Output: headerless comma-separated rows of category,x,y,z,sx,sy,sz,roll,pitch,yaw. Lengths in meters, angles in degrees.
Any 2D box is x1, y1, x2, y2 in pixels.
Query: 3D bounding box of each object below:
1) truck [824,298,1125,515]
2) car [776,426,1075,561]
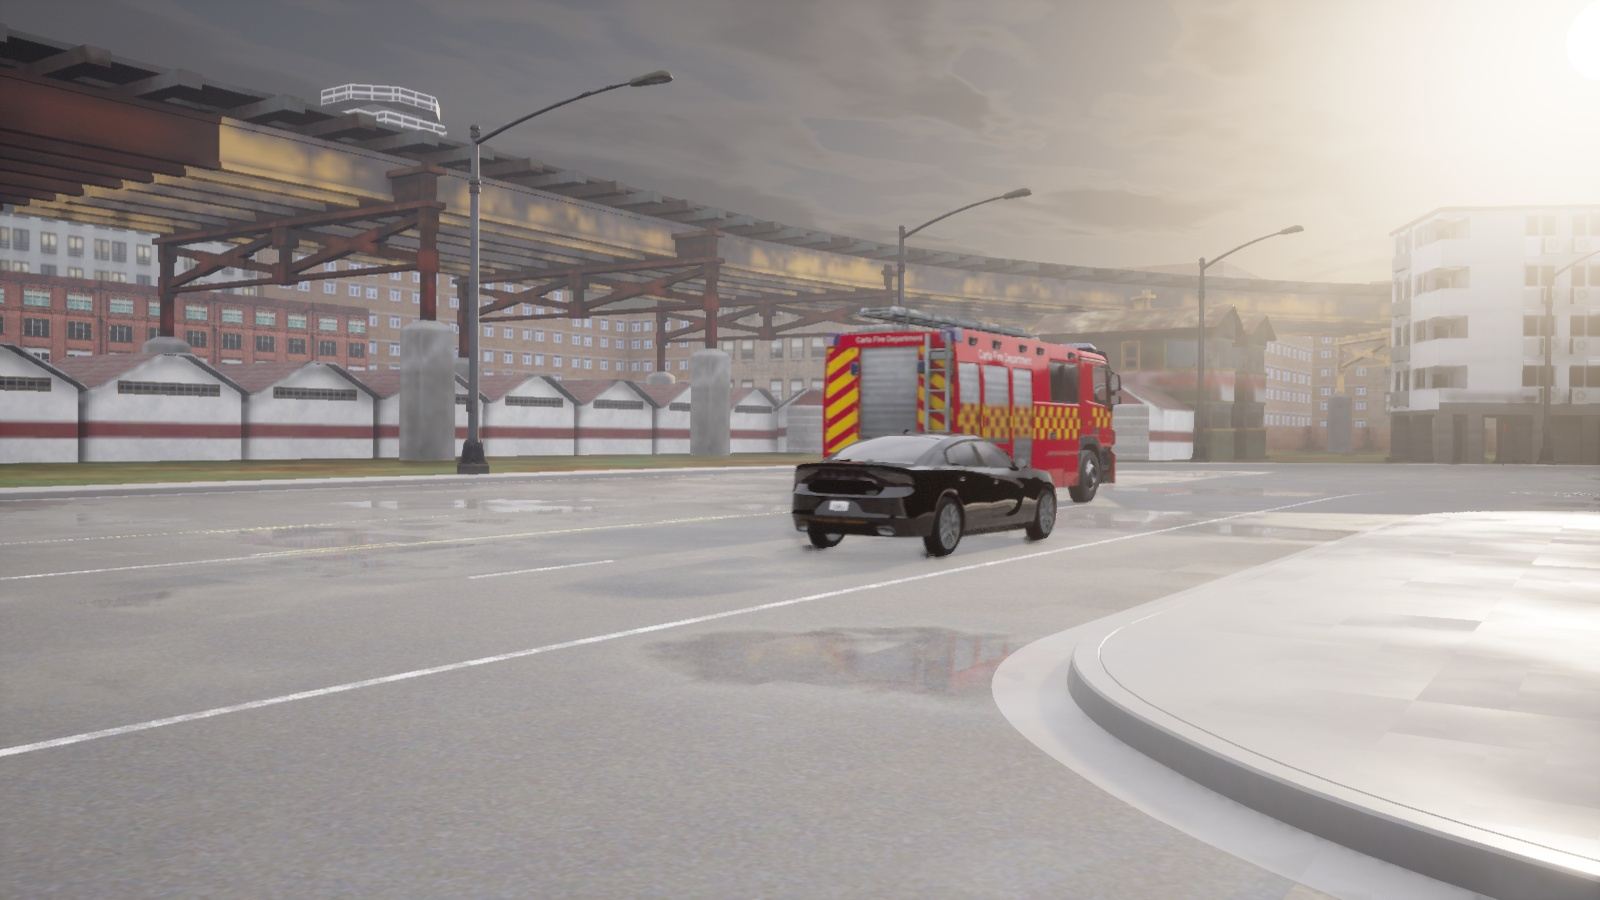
truck,4.012,-0.836,26.501,2.891,3.827,8.468,0,1,34
car,1.881,0.458,16.959,1.882,1.535,5.008,0,1,34
